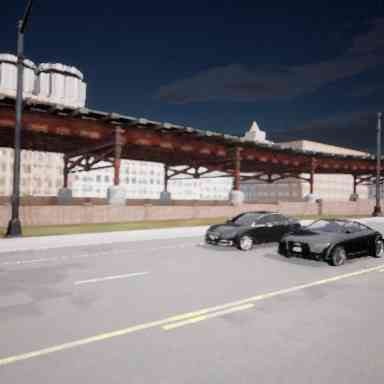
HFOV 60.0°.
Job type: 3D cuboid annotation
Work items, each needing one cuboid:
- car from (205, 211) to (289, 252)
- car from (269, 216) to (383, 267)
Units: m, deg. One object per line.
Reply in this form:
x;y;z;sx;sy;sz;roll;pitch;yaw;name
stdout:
2.803;1.604;14.551;4.892;1.490;1.837;1;0;-35;car
5.005;1.665;11.817;4.181;1.385;1.994;1;0;-35;car
